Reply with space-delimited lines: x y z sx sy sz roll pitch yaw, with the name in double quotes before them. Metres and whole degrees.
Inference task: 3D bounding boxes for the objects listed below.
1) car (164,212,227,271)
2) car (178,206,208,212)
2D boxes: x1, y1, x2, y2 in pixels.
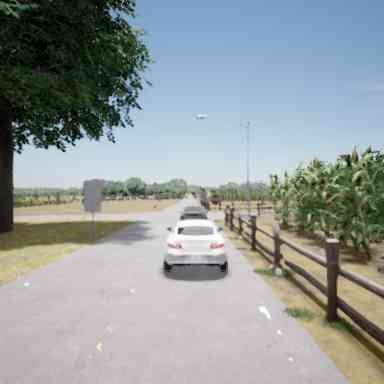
"car" 0.105 1.608 11.080 1.812 1.442 4.674 0 -1 0
"car" 0.107 1.725 23.220 1.837 1.490 4.892 0 -1 0
